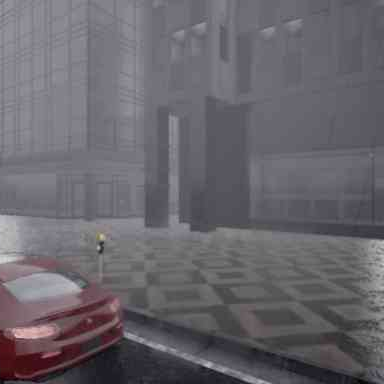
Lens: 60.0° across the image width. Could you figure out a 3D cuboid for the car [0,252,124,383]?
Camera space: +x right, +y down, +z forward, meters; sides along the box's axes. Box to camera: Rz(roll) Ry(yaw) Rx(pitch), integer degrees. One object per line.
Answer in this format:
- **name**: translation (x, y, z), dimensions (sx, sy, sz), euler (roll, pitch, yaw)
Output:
- **car**: translation (-2.828, 1.578, 4.980), dimensions (4.206, 1.307, 1.802), euler (0, 0, 35)
